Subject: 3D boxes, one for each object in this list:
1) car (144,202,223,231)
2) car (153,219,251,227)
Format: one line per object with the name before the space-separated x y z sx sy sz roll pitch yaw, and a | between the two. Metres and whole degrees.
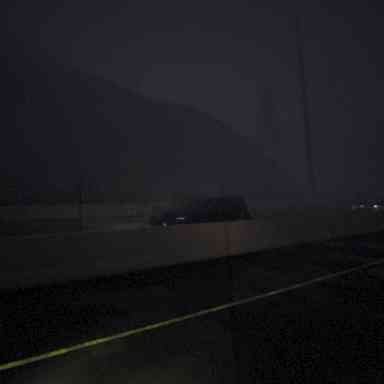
car | -0.462 1.507 21.497 5.008 1.535 1.882 0 0 -40
car | 0.810 1.246 17.995 5.566 2.045 2.150 0 0 -39
